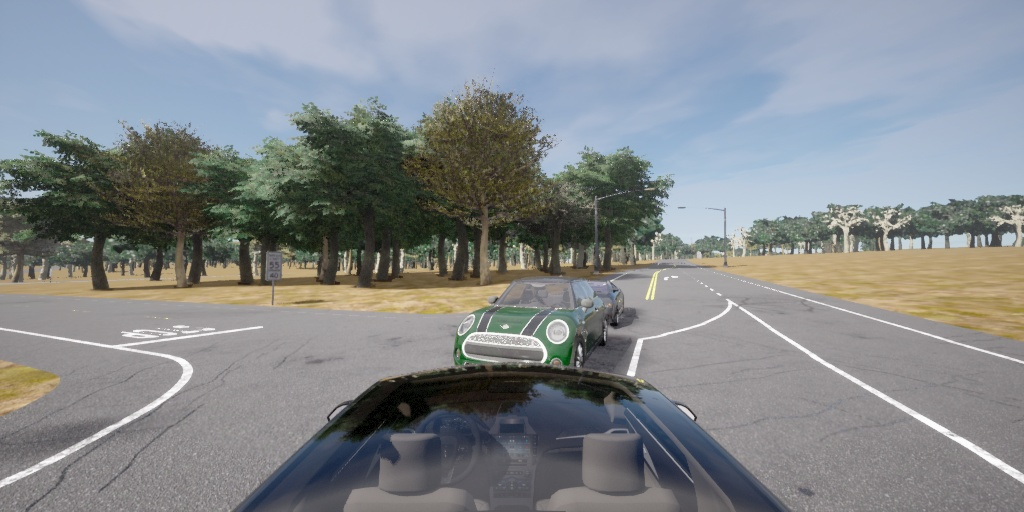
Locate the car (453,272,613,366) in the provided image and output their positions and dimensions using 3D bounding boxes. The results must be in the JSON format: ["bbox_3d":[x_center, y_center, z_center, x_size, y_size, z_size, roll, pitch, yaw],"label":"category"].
[{"bbox_3d":[0.674,1.222,7.484,2.097,1.767,4.553,-1,-2,22],"label":"car"}]

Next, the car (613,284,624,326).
[{"bbox_3d":[2.895,1.555,12.918,1.994,1.385,4.181,-2,0,22],"label":"car"}]
